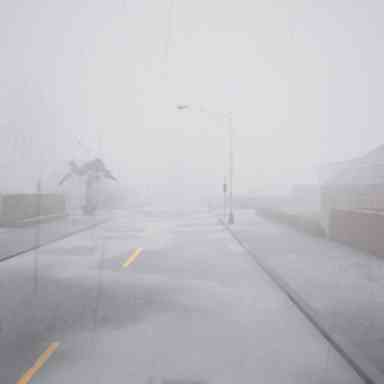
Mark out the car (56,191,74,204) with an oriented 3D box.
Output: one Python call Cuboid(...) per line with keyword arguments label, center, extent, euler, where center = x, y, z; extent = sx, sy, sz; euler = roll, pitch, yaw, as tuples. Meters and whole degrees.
Cuboid(label="car", center=(-19.828, 0.827, 50.196), extent=(1.905, 1.878, 3.866), euler=(0, 0, 35))
